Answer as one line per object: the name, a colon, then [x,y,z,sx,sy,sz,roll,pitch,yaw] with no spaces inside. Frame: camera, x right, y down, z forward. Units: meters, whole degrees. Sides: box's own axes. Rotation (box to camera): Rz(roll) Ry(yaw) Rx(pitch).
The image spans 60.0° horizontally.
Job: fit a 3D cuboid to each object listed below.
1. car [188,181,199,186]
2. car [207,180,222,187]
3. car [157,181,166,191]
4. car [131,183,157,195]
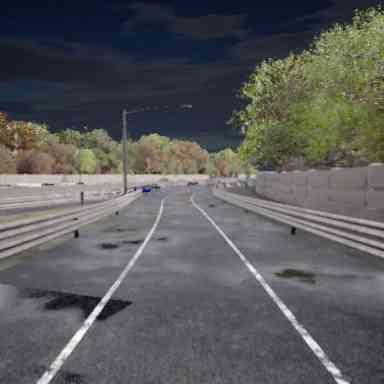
car: [0.514,-2.416,93.269,1.882,1.535,5.008,1,3,22]
car: [5.520,-2.066,87.061,1.994,1.385,4.181,1,3,22]
car: [-7.517,-0.907,64.592,1.837,1.490,4.892,1,3,22]
car: [-8.107,-0.397,53.855,1.882,1.535,5.008,2,3,22]
